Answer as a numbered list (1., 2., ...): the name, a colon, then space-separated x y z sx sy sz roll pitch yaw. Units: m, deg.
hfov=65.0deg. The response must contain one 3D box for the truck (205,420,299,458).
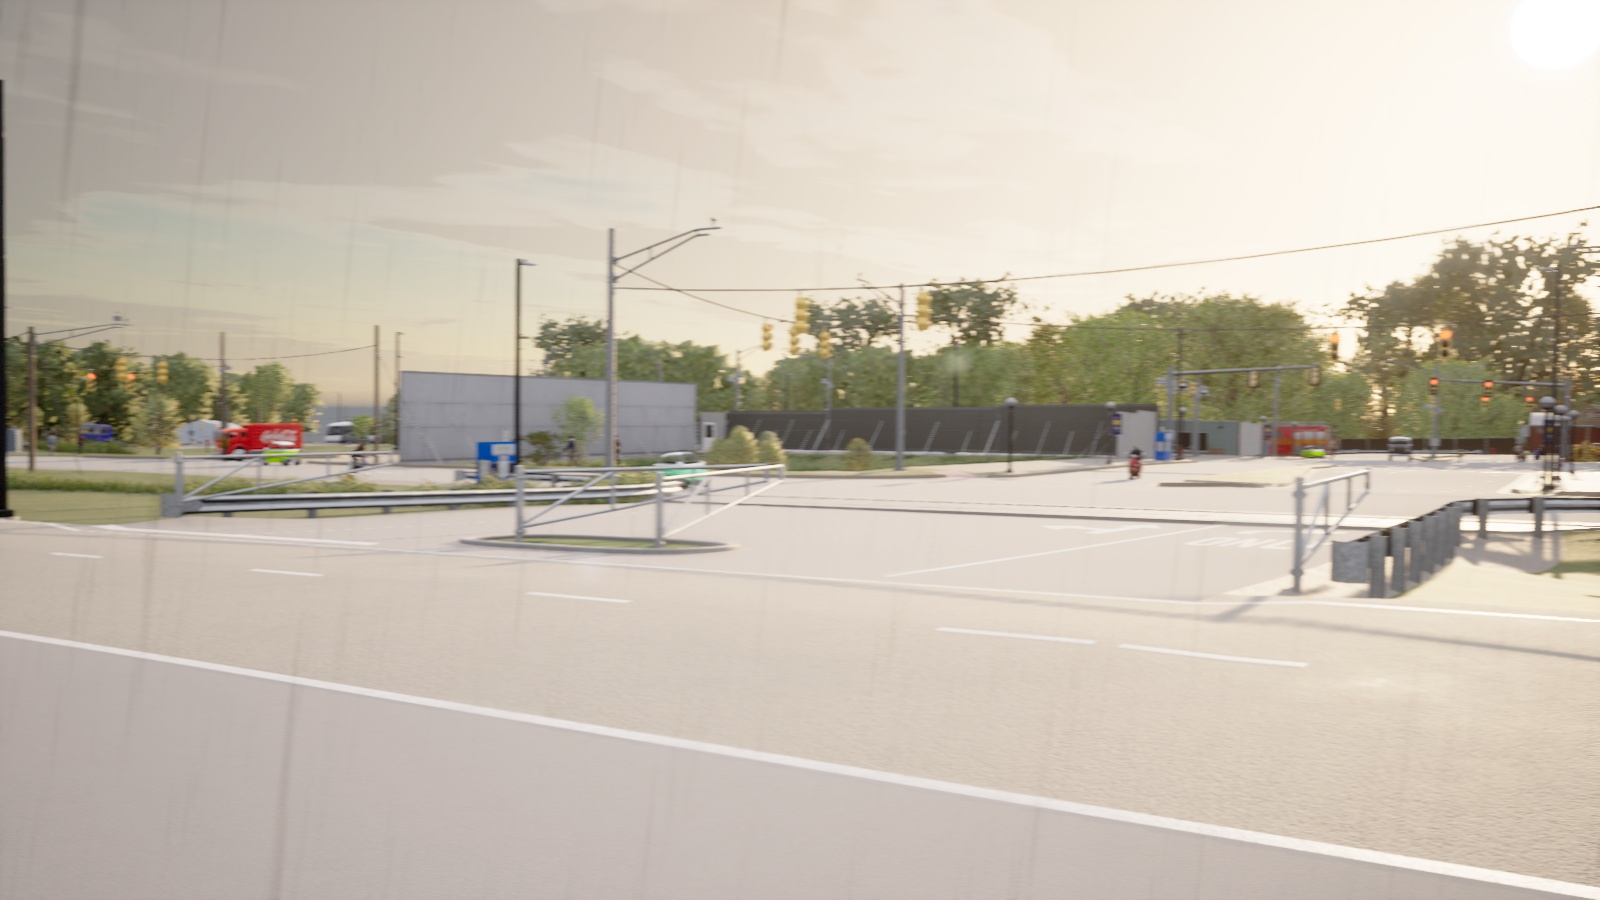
1. truck: -36.675 -0.777 84.092 5.204 2.467 2.627 -2 2 -40

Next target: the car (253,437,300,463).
1. car: -29.943 -0.006 71.800 2.207 1.376 1.481 2 2 32

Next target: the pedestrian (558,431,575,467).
1. pedestrian: -12.669 -0.061 68.041 0.788 1.949 0.423 2 2 31

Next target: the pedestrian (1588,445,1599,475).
1. pedestrian: 51.683 0.656 81.467 0.659 1.952 0.873 2 2 16

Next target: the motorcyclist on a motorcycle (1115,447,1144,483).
1. motorcyclist on a motorcycle: 14.894 0.672 56.722 0.866 1.590 1.817 1 1 27

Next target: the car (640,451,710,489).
1. car: -4.727 0.737 47.508 2.207 1.376 1.481 1 1 33
